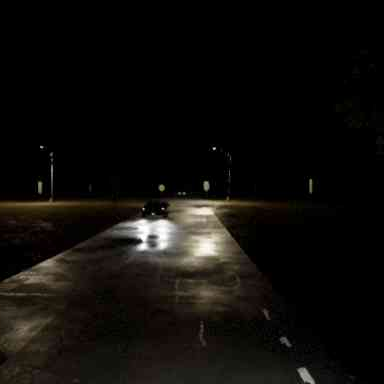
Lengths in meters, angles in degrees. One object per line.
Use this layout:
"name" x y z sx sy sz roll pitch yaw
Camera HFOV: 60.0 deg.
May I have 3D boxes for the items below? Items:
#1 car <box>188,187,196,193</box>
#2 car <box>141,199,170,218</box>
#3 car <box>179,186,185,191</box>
"car" -0.012 -0.477 88.542 1.994 1.385 4.181 0 2 0
"car" -2.794 1.242 26.320 1.895 1.301 4.718 0 1 1
"car" -2.763 -0.996 92.757 2.033 1.411 5.357 0 2 0
